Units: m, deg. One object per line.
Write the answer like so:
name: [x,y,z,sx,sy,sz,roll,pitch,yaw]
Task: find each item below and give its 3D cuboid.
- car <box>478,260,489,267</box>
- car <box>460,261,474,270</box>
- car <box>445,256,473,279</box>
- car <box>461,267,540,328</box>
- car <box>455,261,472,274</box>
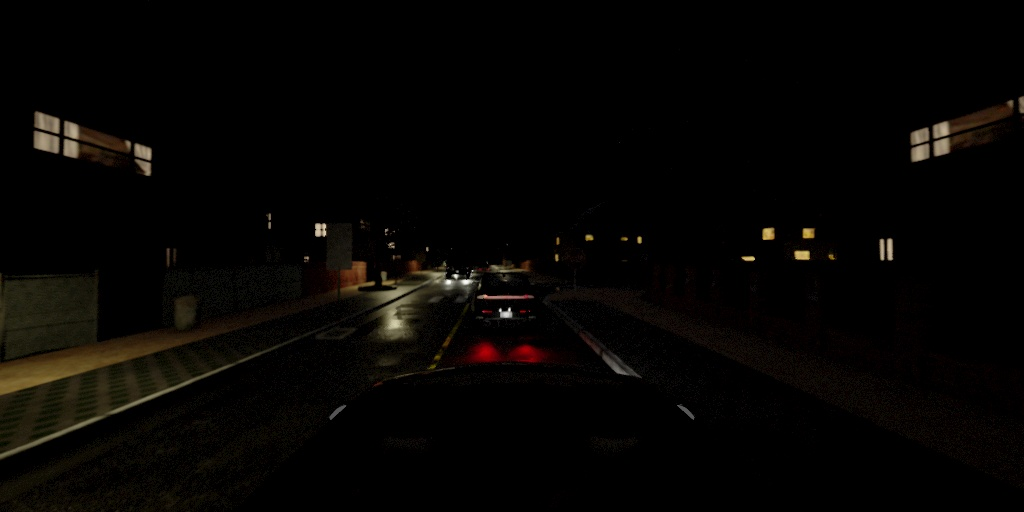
car: [-5.074,1.583,64.816,1.812,1.442,4.674,0,-1,-5]
car: [-7.243,1.545,58.100,2.033,1.411,5.357,0,0,-5]
car: [-5.039,1.055,34.114,2.150,2.045,5.566,0,-1,-5]
car: [-0.258,1.255,11.380,2.128,1.511,4.902,0,0,-3]
car: [-6.145,1.379,45.920,1.882,1.535,5.008,0,0,-5]
